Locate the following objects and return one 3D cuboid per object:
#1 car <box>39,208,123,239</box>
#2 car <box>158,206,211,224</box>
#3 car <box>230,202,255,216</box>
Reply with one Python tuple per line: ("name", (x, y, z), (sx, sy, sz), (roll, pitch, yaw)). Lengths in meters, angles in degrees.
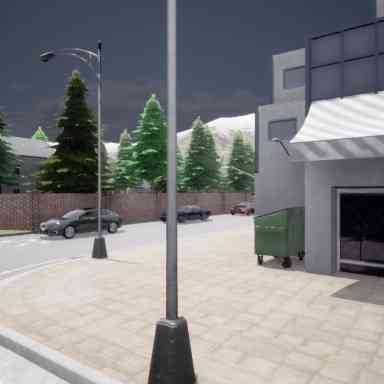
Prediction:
("car", (-6.158, 1.681, 18.908), (1.837, 1.490, 4.892), (0, 0, 36))
("car", (-0.514, 1.777, 26.529), (1.895, 1.301, 4.718), (0, 0, 36))
("car", (5.714, 1.740, 34.937), (1.994, 1.385, 4.181), (0, 0, 36))
